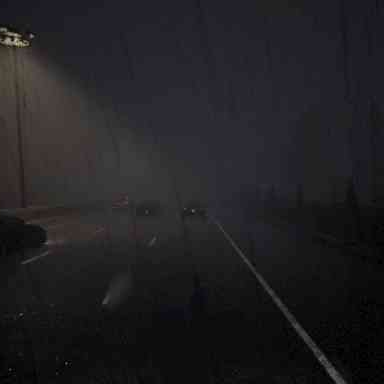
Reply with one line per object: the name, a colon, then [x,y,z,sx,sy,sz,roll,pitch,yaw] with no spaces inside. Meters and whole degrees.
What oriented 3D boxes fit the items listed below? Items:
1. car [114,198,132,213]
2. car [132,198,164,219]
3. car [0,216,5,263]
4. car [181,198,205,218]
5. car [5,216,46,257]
car: [-6.888,1.360,35.179,2.128,1.511,4.902,0,0,0]
car: [-3.390,1.378,27.497,1.882,1.535,5.008,0,0,0]
car: [-3.399,1.215,1.293,2.150,2.045,5.566,0,0,0]
car: [0.111,1.459,28.547,1.994,1.385,4.181,0,0,0]
car: [-6.896,1.529,11.805,1.994,1.385,4.181,0,0,0]
